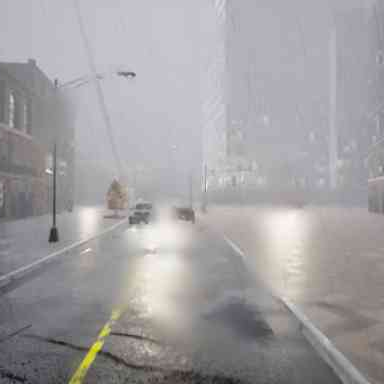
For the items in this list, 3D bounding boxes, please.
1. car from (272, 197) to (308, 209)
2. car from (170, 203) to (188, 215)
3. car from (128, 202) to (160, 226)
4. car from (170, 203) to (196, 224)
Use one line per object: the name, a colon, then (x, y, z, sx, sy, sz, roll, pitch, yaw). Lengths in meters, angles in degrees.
car: (14.047, 1.613, 47.894, 5.009, 1.841, 2.192, 0, -2, 15)
car: (-1.591, 1.948, 39.210, 1.895, 1.301, 4.718, 0, 0, -5)
car: (-3.606, 1.578, 25.623, 2.097, 1.767, 4.553, 0, -1, -3)
car: (-0.766, 1.721, 27.348, 1.882, 1.535, 5.008, 0, 0, -3)
